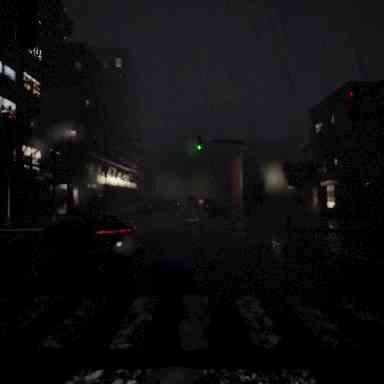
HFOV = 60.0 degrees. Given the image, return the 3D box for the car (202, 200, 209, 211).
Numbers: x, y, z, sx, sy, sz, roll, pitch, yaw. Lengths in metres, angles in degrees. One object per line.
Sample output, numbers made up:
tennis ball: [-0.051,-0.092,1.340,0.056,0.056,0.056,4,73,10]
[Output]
car: [2.728,2.069,45.526,1.802,1.307,4.206,0,-1,0]

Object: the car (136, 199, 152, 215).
car: [-5.657,1.949,39.823,1.752,1.417,4.829,0,-1,0]

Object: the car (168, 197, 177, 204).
car: [-5.612,2.390,95.385,2.192,1.841,5.009,0,-1,0]

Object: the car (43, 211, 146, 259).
car: [-4.230,1.613,13.244,2.128,1.511,4.902,2,-2,-45]

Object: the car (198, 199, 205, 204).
car: [2.767,2.626,95.375,2.008,1.369,4.403,0,-1,0]

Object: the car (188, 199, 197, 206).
car: [0.057,2.196,71.258,1.812,1.442,4.674,0,-1,0]

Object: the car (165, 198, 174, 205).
car: [-5.621,2.380,84.305,1.967,1.590,4.097,0,-1,0]

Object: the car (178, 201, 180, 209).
car: [-3.020,1.945,55.040,2.097,1.767,4.553,0,-1,0]

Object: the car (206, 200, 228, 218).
car: [2.720,1.892,34.618,1.752,1.417,4.829,0,-1,0]

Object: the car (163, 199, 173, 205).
car: [-5.626,2.417,78.766,1.887,1.381,4.507,0,-1,0]

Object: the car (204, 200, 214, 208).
car: [3.198,2.214,63.247,1.812,1.442,4.674,0,-1,0]

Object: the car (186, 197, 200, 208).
car: [0.049,1.892,61.705,2.150,2.045,5.566,0,-1,0]

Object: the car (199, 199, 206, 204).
car: [2.763,2.534,90.007,1.752,1.417,4.829,0,-1,0]

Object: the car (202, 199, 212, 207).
car: [3.201,2.276,70.247,1.837,1.490,4.892,0,-1,0]

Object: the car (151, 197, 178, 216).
car: [-3.063,1.758,38.207,2.097,1.767,4.553,0,-1,0]

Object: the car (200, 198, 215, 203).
car: [2.734,1.864,51.067,2.192,1.841,5.009,0,-1,0]
